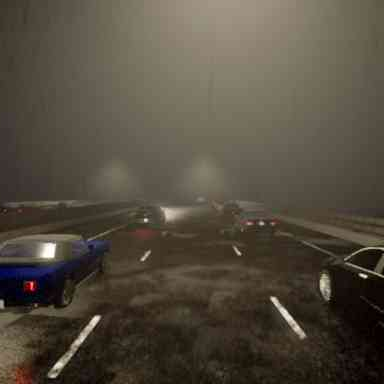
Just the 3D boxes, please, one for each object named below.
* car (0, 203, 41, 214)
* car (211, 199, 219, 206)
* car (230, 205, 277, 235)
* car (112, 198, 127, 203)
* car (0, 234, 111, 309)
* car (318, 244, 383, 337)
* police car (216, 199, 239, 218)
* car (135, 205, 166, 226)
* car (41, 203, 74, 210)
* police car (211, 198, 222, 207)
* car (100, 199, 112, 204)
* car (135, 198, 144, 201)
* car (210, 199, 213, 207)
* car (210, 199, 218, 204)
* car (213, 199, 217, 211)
[{"bbox_3d":[-17.236,1.913,34.223,1.895,1.301,4.718,0,-1,1],"label":"car"},{"bbox_3d":[5.266,2.339,77.050,1.837,1.490,4.892,0,-1,3],"label":"car"},{"bbox_3d":[3.729,1.733,20.126,2.033,1.411,5.357,0,-1,1],"label":"car"},{"bbox_3d":[-15.857,2.239,74.732,1.837,1.490,4.892,0,-1,2],"label":"car"},{"bbox_3d":[-3.372,1.674,7.992,1.895,1.301,4.718,0,-1,0],"label":"car"},{"bbox_3d":[3.619,1.556,5.305,1.837,1.490,4.892,0,0,0],"label":"car"},{"bbox_3d":[3.842,1.736,33.497,1.930,1.638,5.238,0,-1,1],"label":"police car"},{"bbox_3d":[-3.188,1.740,25.707,1.837,1.490,4.892,0,-1,1],"label":"car"},{"bbox_3d":[-13.711,1.886,35.126,1.994,1.385,4.181,0,-1,1],"label":"car"},{"bbox_3d":[4.810,2.120,66.249,1.930,1.638,5.238,0,-1,2],"label":"police car"},{"bbox_3d":[-19.319,2.340,75.689,1.895,1.301,4.718,0,-1,3],"label":"car"},{"bbox_3d":[-12.225,2.166,77.619,2.128,1.511,4.902,0,-1,3],"label":"car"},{"bbox_3d":[4.421,2.015,55.413,1.801,1.575,5.366,0,-1,2],"label":"car"},{"bbox_3d":[5.797,2.584,87.988,1.895,1.301,4.718,0,-1,3],"label":"car"},{"bbox_3d":[4.098,1.884,44.497,1.801,1.575,5.366,0,-1,2],"label":"car"}]
